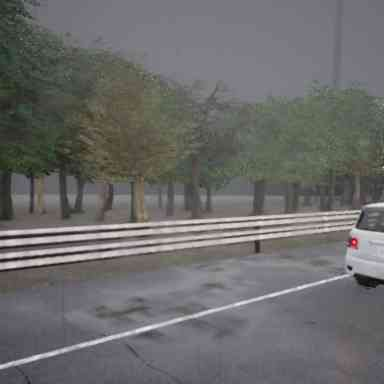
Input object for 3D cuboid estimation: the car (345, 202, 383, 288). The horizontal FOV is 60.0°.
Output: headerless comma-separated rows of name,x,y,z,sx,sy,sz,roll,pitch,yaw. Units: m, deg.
car,5.978,1.239,8.034,5.566,2.045,2.150,0,0,-35
